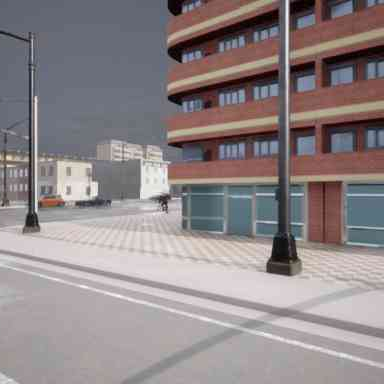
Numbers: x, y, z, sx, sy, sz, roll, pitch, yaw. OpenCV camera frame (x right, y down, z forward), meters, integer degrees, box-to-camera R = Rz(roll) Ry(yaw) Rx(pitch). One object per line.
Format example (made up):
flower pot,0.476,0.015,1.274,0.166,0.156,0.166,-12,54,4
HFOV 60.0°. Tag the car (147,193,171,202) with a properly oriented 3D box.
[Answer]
car,-5.762,0.912,58.458,2.128,1.511,4.902,0,1,37

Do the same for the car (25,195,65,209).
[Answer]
car,-18.373,1.136,41.557,2.097,1.767,4.553,0,1,37

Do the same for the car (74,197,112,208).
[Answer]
car,-12.806,1.311,43.173,1.895,1.301,4.718,0,1,37

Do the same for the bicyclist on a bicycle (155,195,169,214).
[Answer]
bicyclist on a bicycle,-2.613,1.093,29.256,1.656,1.620,0.582,0,1,37
